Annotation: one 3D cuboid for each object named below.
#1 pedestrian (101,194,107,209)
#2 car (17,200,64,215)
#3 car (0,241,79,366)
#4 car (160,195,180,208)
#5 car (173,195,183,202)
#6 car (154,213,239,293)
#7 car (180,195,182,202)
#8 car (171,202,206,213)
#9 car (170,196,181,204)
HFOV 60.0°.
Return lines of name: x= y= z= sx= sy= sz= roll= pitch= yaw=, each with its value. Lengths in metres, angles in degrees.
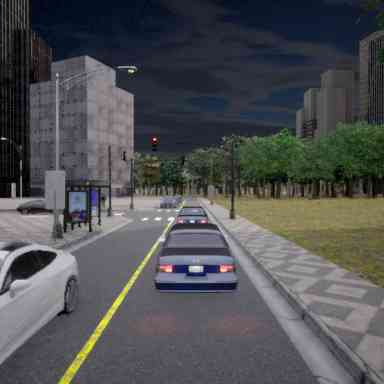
pedestrian: x=-10.138 y=1.050 z=38.174 sx=0.375 sy=1.860 sz=0.375 roll=0 pitch=0 yaw=1
car: x=-14.395 y=1.477 z=32.060 sx=4.674 sy=1.442 sz=1.812 roll=0 pitch=0 yaw=2
car: x=-3.100 y=1.524 z=4.811 sx=1.812 sy=1.442 sz=4.674 roll=0 pitch=0 yaw=0
car: x=-3.161 y=1.307 z=45.951 sx=2.097 sy=1.767 sz=4.553 roll=0 pitch=0 yaw=0
car: x=-3.158 y=1.421 z=75.158 sx=2.128 sy=1.511 sz=4.902 roll=0 pitch=0 yaw=0
car: x=0.080 y=1.545 z=8.987 sx=2.033 sy=1.411 sz=5.357 roll=0 pitch=0 yaw=0
car: x=-3.168 y=1.431 z=55.077 sx=2.128 sy=1.511 sz=4.902 roll=0 pitch=0 yaw=0
car: x=0.050 y=1.538 z=19.322 sx=2.033 sy=1.411 sz=5.357 roll=0 pitch=0 yaw=1
car: x=-3.148 y=1.486 z=64.999 sx=1.994 sy=1.385 sz=4.181 roll=0 pitch=0 yaw=0
